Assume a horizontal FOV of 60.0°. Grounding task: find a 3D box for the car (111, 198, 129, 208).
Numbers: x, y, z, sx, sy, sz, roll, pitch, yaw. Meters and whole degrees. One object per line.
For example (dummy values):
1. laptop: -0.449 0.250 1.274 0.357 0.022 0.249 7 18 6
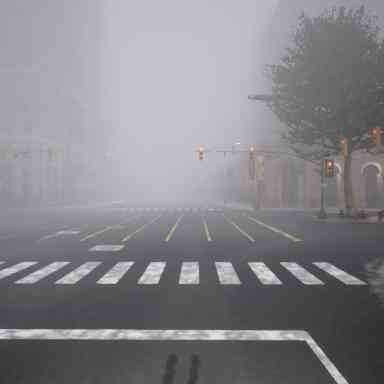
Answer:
1. car: -10.265 1.526 47.530 1.812 1.442 4.674 0 0 1
